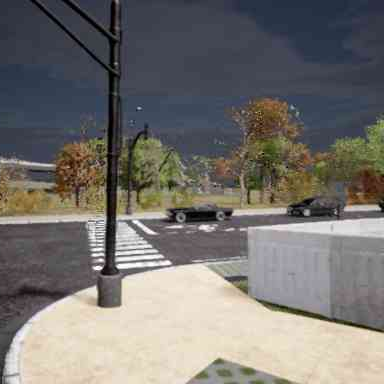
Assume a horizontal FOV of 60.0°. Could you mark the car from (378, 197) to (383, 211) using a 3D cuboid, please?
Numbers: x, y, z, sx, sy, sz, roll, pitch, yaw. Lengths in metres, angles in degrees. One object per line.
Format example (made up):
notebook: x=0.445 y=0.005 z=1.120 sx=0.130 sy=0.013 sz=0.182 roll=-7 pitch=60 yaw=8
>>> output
car: x=19.532 y=0.760 z=30.012 sx=5.566 sy=2.045 sz=2.150 roll=-1 pitch=2 yaw=-19

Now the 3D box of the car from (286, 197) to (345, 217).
car: x=9.927 y=1.161 z=26.812 sx=4.892 sy=1.490 sz=1.837 roll=-1 pitch=2 yaw=-19

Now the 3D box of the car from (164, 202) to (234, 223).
car: x=0.441 y=1.380 z=23.642 sx=4.718 sy=1.301 sz=1.895 roll=-1 pitch=2 yaw=-18
